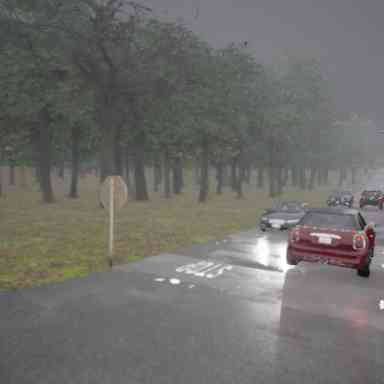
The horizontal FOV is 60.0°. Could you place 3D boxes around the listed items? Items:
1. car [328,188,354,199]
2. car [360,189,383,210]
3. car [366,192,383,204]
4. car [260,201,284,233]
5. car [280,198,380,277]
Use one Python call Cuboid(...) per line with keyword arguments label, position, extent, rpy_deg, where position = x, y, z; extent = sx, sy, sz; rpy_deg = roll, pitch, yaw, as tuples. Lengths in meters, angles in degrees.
Cuboid(label="car", position=(16.081, 0.655, 35.833), extent=(2.150, 2.045, 5.566), rpy_deg=(3, 3, 31))
Cuboid(label="car", position=(19.758, 0.740, 36.460), extent=(2.150, 2.045, 5.566), rpy_deg=(3, 3, 30))
Cuboid(label="car", position=(25.121, 0.767, 45.760), extent=(1.812, 1.442, 4.674), rpy_deg=(3, 3, 30))
Cuboid(label="car", position=(4.969, 1.226, 16.892), extent=(2.128, 1.511, 4.902), rpy_deg=(3, 2, 30))
Cuboid(label="car", position=(4.507, 1.257, 10.436), extent=(2.097, 1.767, 4.553), rpy_deg=(3, 2, 30))
